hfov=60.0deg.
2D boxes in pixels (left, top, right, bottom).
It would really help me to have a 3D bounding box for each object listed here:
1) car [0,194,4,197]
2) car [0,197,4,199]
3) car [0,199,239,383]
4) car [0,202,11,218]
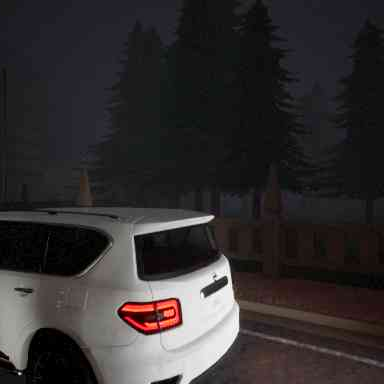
[{"bbox_3d":[-23.351,1.277,36.663,2.150,2.045,5.566,0,0,22],"label":"car"},{"bbox_3d":[-19.962,1.581,35.697,1.812,1.442,4.674,0,0,22],"label":"car"},{"bbox_3d":[-2.108,1.221,4.740,5.566,2.045,2.150,0,0,29],"label":"car"},{"bbox_3d":[-18.505,1.619,29.363,1.994,1.385,4.181,0,0,22],"label":"car"}]
